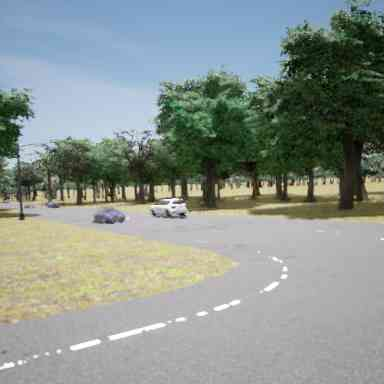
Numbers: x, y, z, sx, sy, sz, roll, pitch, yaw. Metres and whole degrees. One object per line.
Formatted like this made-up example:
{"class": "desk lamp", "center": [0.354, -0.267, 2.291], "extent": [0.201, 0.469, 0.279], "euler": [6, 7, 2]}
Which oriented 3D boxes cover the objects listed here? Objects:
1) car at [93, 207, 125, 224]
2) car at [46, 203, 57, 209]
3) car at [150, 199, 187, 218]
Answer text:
{"class": "car", "center": [-8.785, 2.343, 35.031], "extent": [2.097, 1.767, 4.553], "euler": [-3, 1, -36]}
{"class": "car", "center": [-35.620, 3.398, 84.279], "extent": [1.812, 1.442, 4.674], "euler": [-3, 1, -36]}
{"class": "car", "center": [-2.794, 1.864, 38.696], "extent": [2.150, 2.045, 5.566], "euler": [-3, 1, -36]}
